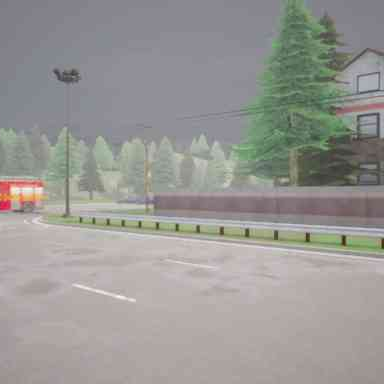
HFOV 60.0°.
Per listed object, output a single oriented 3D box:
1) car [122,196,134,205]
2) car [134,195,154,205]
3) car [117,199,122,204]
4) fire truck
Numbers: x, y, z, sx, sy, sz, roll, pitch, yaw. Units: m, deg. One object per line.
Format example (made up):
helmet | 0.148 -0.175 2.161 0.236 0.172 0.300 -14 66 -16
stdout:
car | -9.665 1.349 59.827 2.097 1.767 4.553 0 0 36
car | -7.248 1.524 57.220 1.812 1.442 4.674 0 0 36
car | -11.945 1.523 62.615 1.812 1.442 4.674 0 0 36
fire truck | -19.634 0.338 33.551 2.891 3.827 8.468 0 0 41
